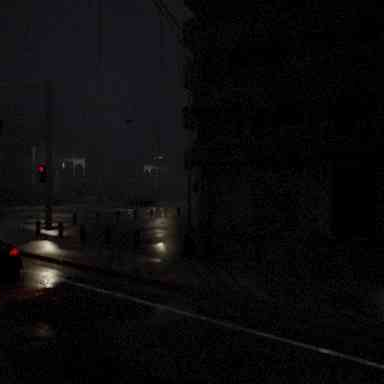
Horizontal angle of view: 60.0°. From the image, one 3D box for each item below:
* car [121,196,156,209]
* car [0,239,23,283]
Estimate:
[{"bbox_3d":[-6.612,1.301,41.357,1.837,1.490,4.892,0,0,36],"label":"car"},{"bbox_3d":[-6.096,1.515,8.318,4.181,1.385,1.994,0,0,36],"label":"car"}]
